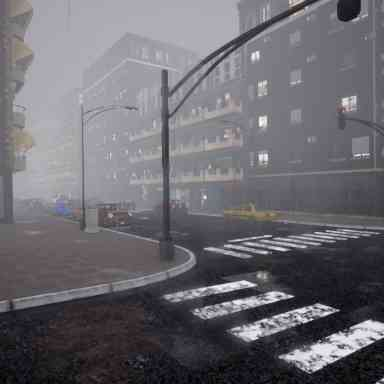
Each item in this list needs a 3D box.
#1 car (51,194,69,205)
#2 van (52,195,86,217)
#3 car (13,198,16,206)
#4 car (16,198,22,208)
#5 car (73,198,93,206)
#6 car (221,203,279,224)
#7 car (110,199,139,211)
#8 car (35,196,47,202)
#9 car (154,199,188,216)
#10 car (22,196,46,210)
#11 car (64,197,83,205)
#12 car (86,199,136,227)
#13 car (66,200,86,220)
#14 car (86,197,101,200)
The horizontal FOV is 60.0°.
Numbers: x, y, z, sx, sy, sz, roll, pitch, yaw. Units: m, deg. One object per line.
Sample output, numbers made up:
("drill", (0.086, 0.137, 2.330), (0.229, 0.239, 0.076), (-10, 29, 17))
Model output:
("car", (-22.651, 1.351, 57.395), (2.150, 2.045, 5.566), (-1, 1, -36))
("van", (-12.269, 1.483, 32.957), (1.690, 1.788, 3.998), (-1, 1, -36))
("car", (-31.599, 1.783, 59.956), (1.887, 1.381, 4.507), (-1, 1, -36))
("car", (-25.155, 1.770, 50.957), (1.947, 1.339, 4.313), (-1, 1, -36))
("car", (-18.342, 1.644, 55.835), (1.947, 1.339, 4.313), (-1, 1, -36))
("car", (4.114, 1.498, 24.477), (1.752, 1.417, 4.829), (-1, 1, -36))
("car", (-8.676, 1.582, 42.336), (2.008, 1.369, 4.403), (-1, 1, -36))
("car", (-37.675, 1.728, 82.833), (1.887, 1.381, 4.507), (-1, 1, -36))
("car", (-2.233, 1.441, 33.336), (1.967, 1.590, 4.097), (-1, 1, -36))
("car", (-21.935, 1.628, 46.456), (1.967, 1.590, 4.097), (-1, 1, -36))
("car", (-21.564, 1.646, 60.335), (2.008, 1.369, 4.403), (-1, 1, -36))
("car", (-5.824, 1.553, 23.960), (1.967, 1.590, 4.097), (-1, 1, -36))
("car", (-8.945, 1.652, 28.321), (1.752, 1.417, 4.829), (-1, 1, -36))
("car", (-15.122, 1.502, 51.334), (1.967, 1.590, 4.097), (-1, 1, -36))
